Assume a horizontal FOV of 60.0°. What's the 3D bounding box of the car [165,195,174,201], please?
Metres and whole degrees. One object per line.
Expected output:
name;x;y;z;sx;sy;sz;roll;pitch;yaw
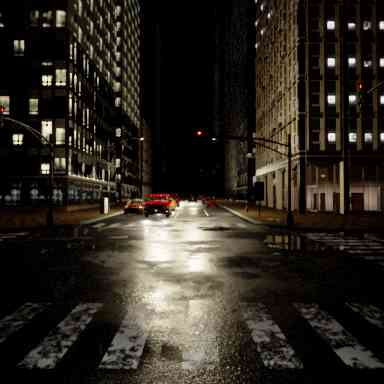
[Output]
car;-5.603;1.578;83.896;1.887;1.381;4.507;1;0;0

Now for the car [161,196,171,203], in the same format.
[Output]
car;-5.613;1.573;72.746;1.887;1.381;4.507;1;0;0

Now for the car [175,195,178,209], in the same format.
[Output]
car;-3.062;1.494;41.477;1.882;1.535;5.008;0;0;0

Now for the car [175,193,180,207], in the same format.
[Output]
car;-3.046;1.242;51.976;2.150;2.045;5.566;0;0;0

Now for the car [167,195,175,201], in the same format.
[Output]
car;-5.598;1.587;89.472;2.008;1.369;4.403;1;0;0

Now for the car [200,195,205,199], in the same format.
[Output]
car;2.754;1.547;56.251;1.752;1.417;4.829;1;0;0

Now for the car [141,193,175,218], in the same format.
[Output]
car;-3.067;1.233;31.050;2.150;2.045;5.566;0;0;0

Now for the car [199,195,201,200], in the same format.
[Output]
car;2.758;1.590;61.658;1.947;1.339;4.313;1;0;0

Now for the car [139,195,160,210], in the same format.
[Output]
car;-5.632;1.332;44.870;2.192;1.841;5.009;1;0;0

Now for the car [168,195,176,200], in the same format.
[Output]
car;-5.594;1.605;95.047;1.947;1.339;4.313;1;0;0

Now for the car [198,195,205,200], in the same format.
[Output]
car;2.787;1.584;95.121;1.887;1.381;4.507;1;0;0

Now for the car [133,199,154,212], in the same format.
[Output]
car;-5.643;1.597;39.295;1.802;1.307;4.206;1;0;0

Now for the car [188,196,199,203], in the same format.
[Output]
car;0.149;1.574;70.581;2.033;1.411;5.357;0;0;0

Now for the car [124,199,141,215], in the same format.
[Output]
car;-5.645;1.453;33.720;1.967;1.590;4.097;1;0;0

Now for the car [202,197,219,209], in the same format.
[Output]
car;2.742;1.599;44.925;1.802;1.307;4.206;1;0;0
